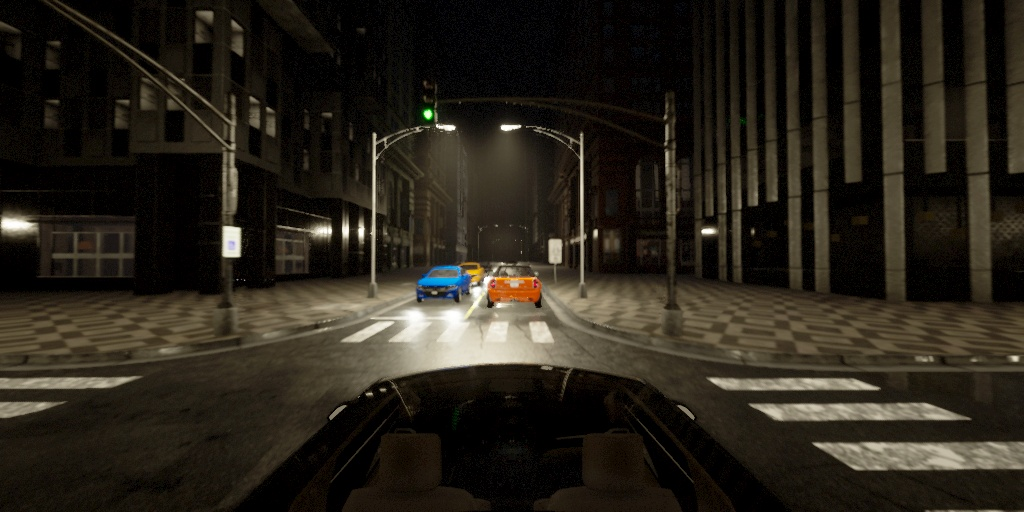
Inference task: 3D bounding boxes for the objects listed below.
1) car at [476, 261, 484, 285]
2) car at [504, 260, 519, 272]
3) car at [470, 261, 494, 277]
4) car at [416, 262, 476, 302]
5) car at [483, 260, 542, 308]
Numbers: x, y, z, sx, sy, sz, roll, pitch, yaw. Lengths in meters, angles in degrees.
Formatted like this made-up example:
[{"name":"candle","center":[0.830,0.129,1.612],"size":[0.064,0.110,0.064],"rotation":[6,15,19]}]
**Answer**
[{"name":"car","center":[-3.096,1.241,26.562],"size":[1.882,1.535,5.008],"rotation":[0,0,0]},{"name":"car","center":[-0.037,1.307,47.858],"size":[1.837,1.490,4.892],"rotation":[0,0,0]},{"name":"car","center":[-3.027,1.270,36.993],"size":[2.128,1.511,4.902],"rotation":[0,0,0]},{"name":"car","center":[-3.102,1.233,17.114],"size":[1.882,1.535,5.008],"rotation":[0,0,1]},{"name":"car","center":[0.089,1.106,15.453],"size":[2.097,1.767,4.553],"rotation":[0,0,0]}]
